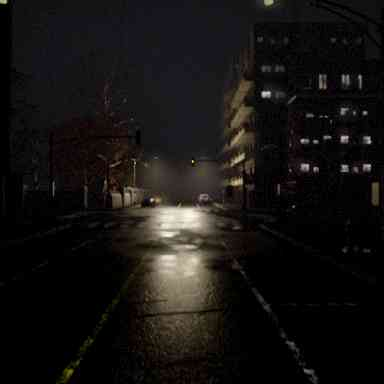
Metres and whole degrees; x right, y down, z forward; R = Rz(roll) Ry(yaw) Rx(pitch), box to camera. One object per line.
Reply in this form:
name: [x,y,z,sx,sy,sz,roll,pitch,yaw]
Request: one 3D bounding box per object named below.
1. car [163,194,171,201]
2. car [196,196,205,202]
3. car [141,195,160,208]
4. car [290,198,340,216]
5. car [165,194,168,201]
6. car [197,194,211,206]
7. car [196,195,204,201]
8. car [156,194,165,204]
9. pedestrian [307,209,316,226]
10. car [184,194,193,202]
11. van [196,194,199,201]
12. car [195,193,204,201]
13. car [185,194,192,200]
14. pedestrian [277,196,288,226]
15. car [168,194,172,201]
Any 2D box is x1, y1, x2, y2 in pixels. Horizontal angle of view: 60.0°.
car: [-6.547,1.436,86.927,1.967,1.590,4.097,0,0,-1]
car: [1.943,1.536,75.751,2.008,1.369,4.403,0,0,-1]
car: [-6.157,1.539,47.518,1.947,1.339,4.313,0,0,-1]
car: [13.118,1.573,35.386,5.009,1.841,2.192,1,-1,-1]
car: [-6.324,1.292,64.408,2.192,1.841,5.009,0,0,-1]
car: [2.167,1.519,53.230,1.887,1.381,4.507,0,0,-1]
car: [1.888,1.535,81.380,1.887,1.381,4.507,0,0,-1]
car: [-6.266,1.500,58.608,1.752,1.417,4.829,0,0,-1]
pedestrian: [7.463,1.535,20.722,0.500,1.100,0.500,0,0,-1]
car: [-0.754,1.524,76.289,2.033,1.411,5.357,0,0,-1]
van: [2.112,1.316,58.861,1.690,1.788,3.998,0,0,-1]
car: [1.833,1.311,87.010,2.192,1.841,5.009,0,0,-1]
car: [-0.856,1.373,86.707,1.837,1.490,4.892,0,0,-1]
pedestrian: [5.493,1.121,20.104,0.375,1.860,0.375,0,0,-1]
car: [-6.492,1.430,81.298,1.967,1.590,4.097,0,0,-1]
